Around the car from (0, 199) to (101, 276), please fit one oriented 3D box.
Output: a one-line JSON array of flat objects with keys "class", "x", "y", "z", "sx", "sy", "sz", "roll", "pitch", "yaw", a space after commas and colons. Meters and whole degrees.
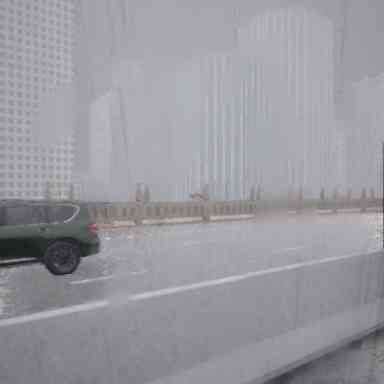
[{"class": "car", "x": -5.264, "y": 1.222, "z": 8.837, "sx": 5.566, "sy": 2.045, "sz": 2.150, "roll": 0, "pitch": 0, "yaw": -36}]
